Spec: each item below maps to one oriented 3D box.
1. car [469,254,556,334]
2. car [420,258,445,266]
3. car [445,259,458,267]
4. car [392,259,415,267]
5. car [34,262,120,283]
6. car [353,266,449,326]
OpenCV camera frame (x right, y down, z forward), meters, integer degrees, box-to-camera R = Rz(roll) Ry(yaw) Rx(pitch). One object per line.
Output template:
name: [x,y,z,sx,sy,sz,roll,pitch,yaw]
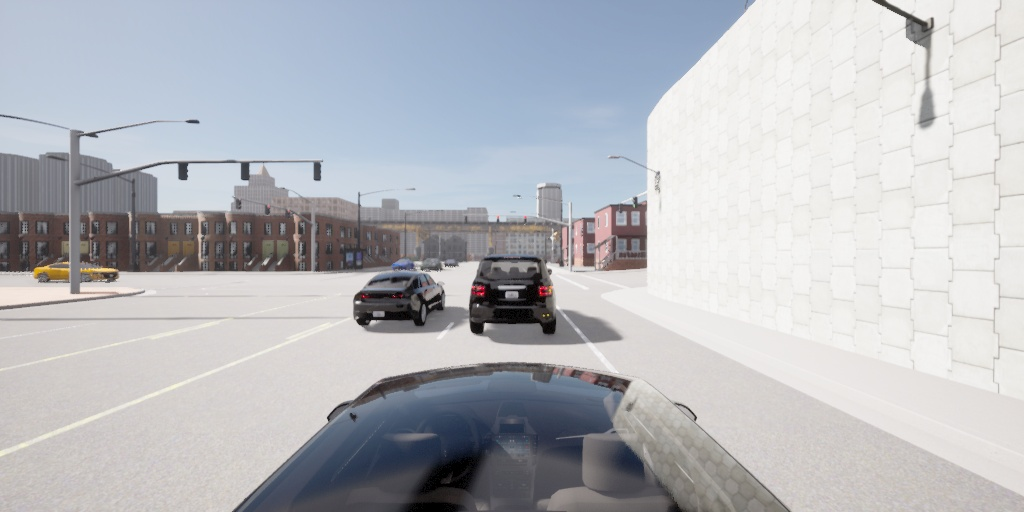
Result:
car: [0.061,0.965,10.761,2.150,2.045,5.566,0,0,1]
car: [-10.604,1.070,47.184,2.097,1.767,4.553,0,0,0]
car: [-10.580,1.253,62.661,2.033,1.411,5.357,0,0,0]
car: [-14.112,1.195,46.842,1.882,1.535,5.008,0,0,0]
car: [-32.774,1.209,27.088,5.008,1.535,1.882,0,0,0]
car: [-3.423,1.248,11.651,1.837,1.490,4.892,0,0,0]
